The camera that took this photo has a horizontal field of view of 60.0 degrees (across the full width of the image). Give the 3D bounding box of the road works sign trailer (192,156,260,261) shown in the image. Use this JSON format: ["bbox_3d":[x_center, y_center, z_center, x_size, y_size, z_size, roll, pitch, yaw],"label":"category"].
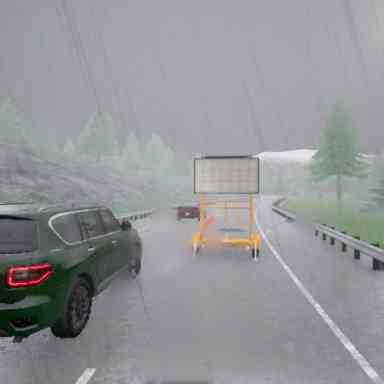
[{"bbox_3d":[1.280,0.467,12.391,2.380,3.560,2.880,0,0,8],"label":"road works sign trailer"}]

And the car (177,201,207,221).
[{"bbox_3d":[0.098,1.484,27.256,1.882,1.535,5.008,0,0,9],"label":"car"}]

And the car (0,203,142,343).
[{"bbox_3d":[-2.641,1.223,6.782,2.150,2.045,5.566,0,0,5],"label":"car"}]
